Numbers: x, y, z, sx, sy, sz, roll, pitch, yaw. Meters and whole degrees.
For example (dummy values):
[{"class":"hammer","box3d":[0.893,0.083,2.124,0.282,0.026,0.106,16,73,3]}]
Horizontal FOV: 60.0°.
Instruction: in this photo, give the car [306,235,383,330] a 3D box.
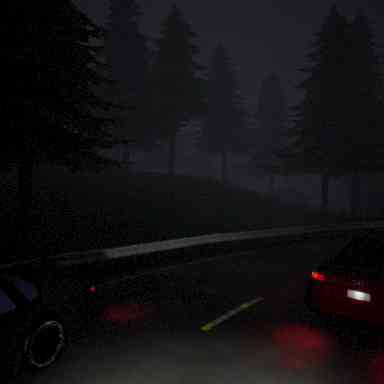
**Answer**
[{"class":"car","box3d":[3.970,1.568,6.600,1.994,1.385,4.181,1,1,44]}]

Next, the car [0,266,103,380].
[{"class":"car","box3d":[-3.151,1.550,3.306,2.033,1.411,5.357,0,0,22]}]

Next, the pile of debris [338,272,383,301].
[{"class":"pile of debris","box3d":[4.538,2.185,7.609,1.860,0.140,1.500,0,0,-39]}]
